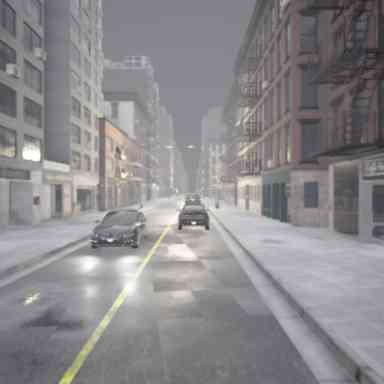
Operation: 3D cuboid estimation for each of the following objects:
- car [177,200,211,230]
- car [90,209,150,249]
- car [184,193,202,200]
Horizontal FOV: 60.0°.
[{"bbox_3d":[0.103,1.502,21.183,1.837,1.490,4.892,0,0,0],"label":"car"},{"bbox_3d":[-2.998,1.533,14.615,1.837,1.490,4.892,0,0,0],"label":"car"},{"bbox_3d":[0.109,1.206,45.195,2.150,2.045,5.566,0,0,0],"label":"car"}]
